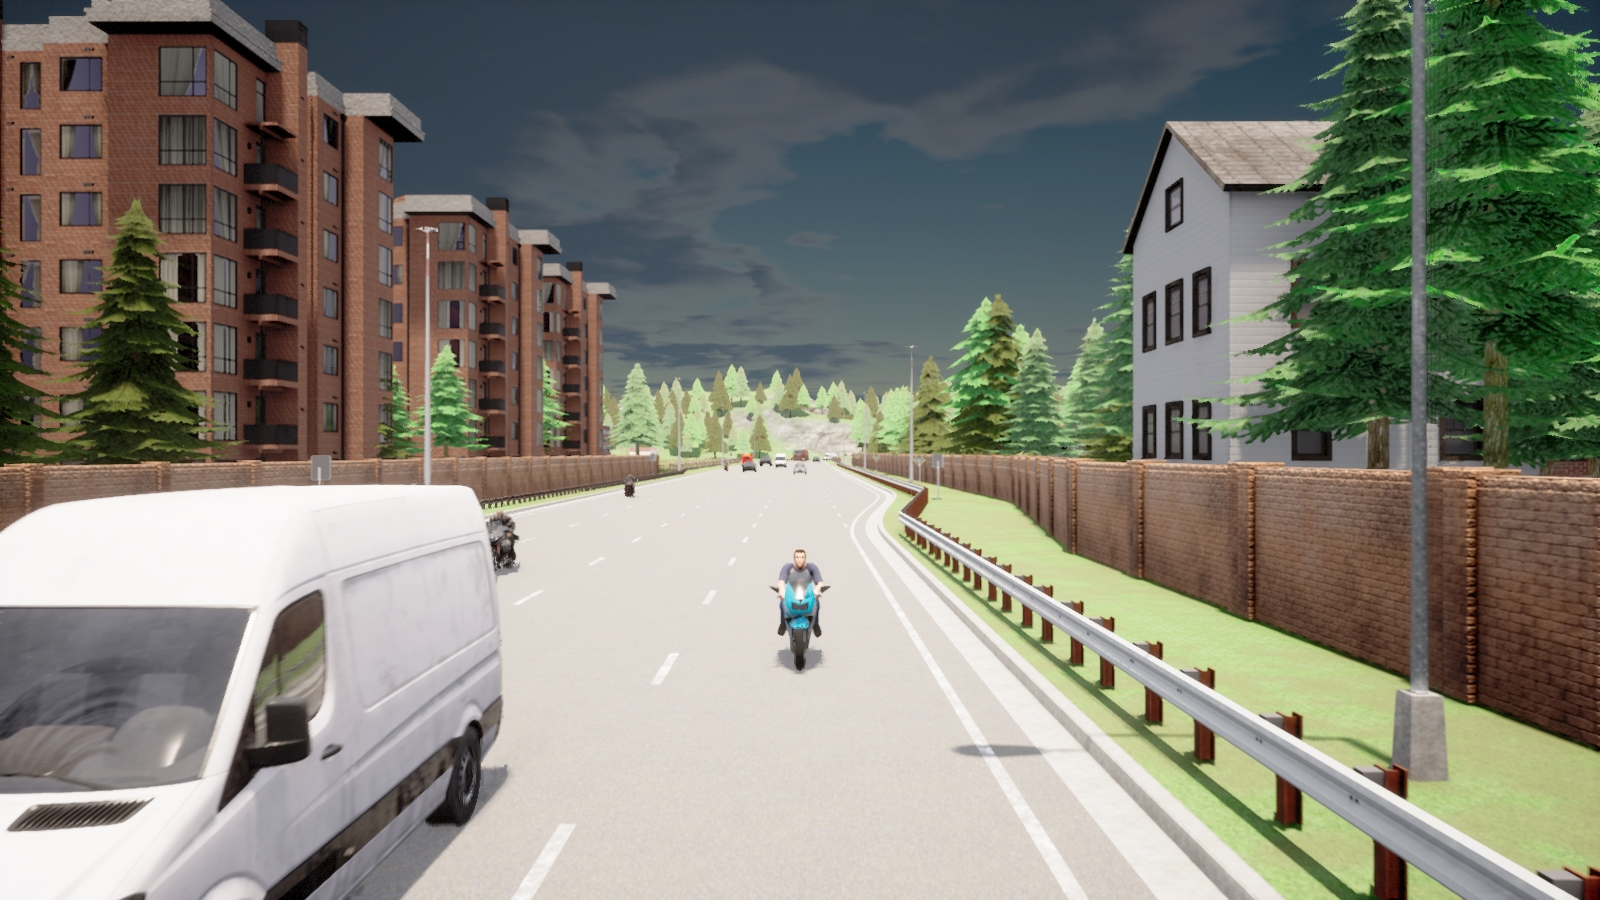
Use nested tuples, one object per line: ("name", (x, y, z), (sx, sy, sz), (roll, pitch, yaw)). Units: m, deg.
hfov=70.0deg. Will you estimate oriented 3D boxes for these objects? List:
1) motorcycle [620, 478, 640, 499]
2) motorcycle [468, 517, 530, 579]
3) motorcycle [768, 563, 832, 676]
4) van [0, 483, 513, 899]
("motorcycle", (-10.498, 2.359, 70.649), (0.867, 1.251, 2.209), (0, 0, 0))
("motorcycle", (-7.000, 2.266, 26.719), (0.867, 1.251, 2.209), (0, 0, 0))
("motorcycle", (0.000, 2.222, 15.320), (0.803, 1.199, 2.033), (0, 0, 0))
("van", (-3.490, 1.554, 6.953), (1.988, 2.561, 5.915), (0, 0, 0))
